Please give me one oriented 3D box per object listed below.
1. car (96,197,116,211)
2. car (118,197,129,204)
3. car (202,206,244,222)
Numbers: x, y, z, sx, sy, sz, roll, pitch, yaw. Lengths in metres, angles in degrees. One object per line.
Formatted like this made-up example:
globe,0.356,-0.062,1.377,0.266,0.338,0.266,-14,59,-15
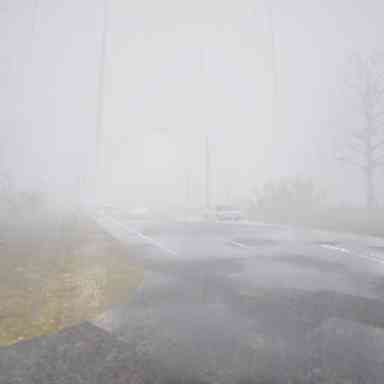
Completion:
car,-12.312,1.877,48.100,1.812,1.442,4.674,0,0,-21
car,-15.564,1.999,75.957,1.882,1.535,5.008,0,0,-21
car,2.545,1.867,28.984,1.895,1.301,4.718,0,0,-21
